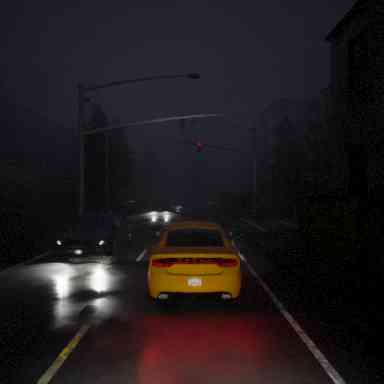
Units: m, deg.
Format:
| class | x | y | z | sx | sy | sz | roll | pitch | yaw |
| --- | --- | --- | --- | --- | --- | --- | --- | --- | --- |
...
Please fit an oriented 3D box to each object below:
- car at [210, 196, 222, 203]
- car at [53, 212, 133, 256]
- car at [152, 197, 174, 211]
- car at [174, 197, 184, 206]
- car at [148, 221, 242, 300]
| class | x | y | z | sx | sy | sz | roll | pitch | yaw |
| --- | --- | --- | --- | --- | --- | --- | --- | --- | --- |
| car | 5.596 | 1.528 | 68.927 | 1.994 | 1.385 | 4.181 | 0 | 0 | 43 |
| car | -3.629 | 1.541 | 13.297 | 2.033 | 1.411 | 5.357 | 0 | 0 | 0 |
| car | -3.607 | 1.580 | 40.252 | 1.895 | 1.301 | 4.718 | 0 | 0 | 1 |
| car | -2.511 | 1.498 | 53.212 | 1.812 | 1.442 | 4.674 | 0 | 0 | 14 |
| car | 0.060 | 1.473 | 8.465 | 1.882 | 1.535 | 5.008 | 0 | 0 | 0 |
